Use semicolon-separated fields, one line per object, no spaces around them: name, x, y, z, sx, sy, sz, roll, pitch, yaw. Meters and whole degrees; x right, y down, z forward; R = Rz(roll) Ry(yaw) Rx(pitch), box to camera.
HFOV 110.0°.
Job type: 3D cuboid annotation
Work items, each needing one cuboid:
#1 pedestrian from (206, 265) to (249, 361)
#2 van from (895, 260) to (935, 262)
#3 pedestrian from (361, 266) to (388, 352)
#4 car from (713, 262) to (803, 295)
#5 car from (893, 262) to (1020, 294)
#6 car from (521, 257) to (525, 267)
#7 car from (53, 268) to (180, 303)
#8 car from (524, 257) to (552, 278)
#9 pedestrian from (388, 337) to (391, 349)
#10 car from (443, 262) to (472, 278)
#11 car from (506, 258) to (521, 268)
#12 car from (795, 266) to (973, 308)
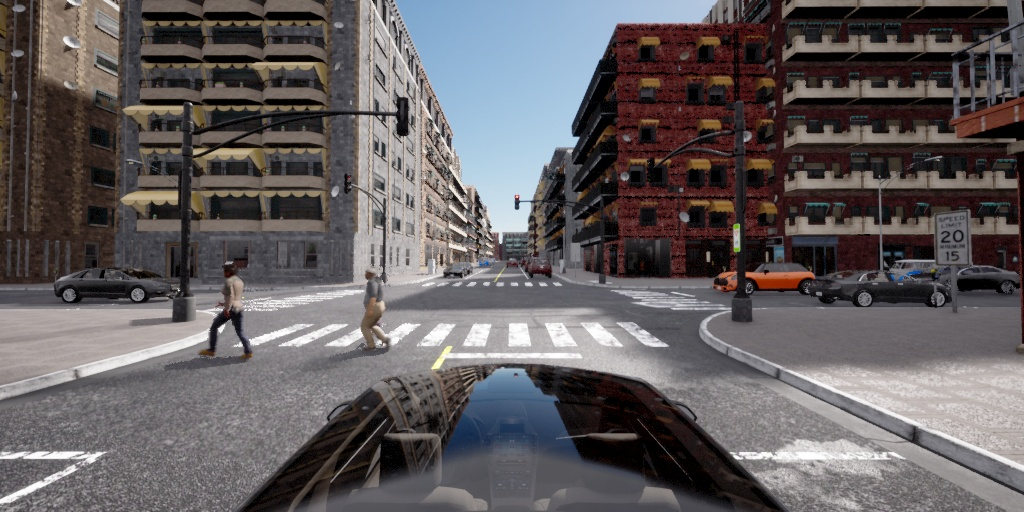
pedestrian;-5.410;1.046;6.841;0.375;1.860;0.375;1;-1;0
van;24.925;1.115;21.340;3.998;1.789;1.690;0;0;0
pedestrian;-2.885;1.044;7.437;0.375;1.860;0.375;1;-1;0
car;13.223;1.103;18.964;4.553;1.767;2.097;0;-1;1
car;23.481;1.217;18.894;4.902;1.511;2.128;0;-1;0
car;2.615;1.086;44.930;2.192;1.841;5.009;0;0;0
car;-17.344;1.281;16.087;4.892;1.490;1.837;0;-1;-1
car;2.603;1.077;33.806;2.192;1.841;5.009;0;0;0
pedestrian;-3.024;1.422;8.039;0.500;1.100;0.500;1;-1;0
car;-5.278;1.328;33.770;1.948;1.339;4.313;0;0;0
car;0.070;1.174;63.365;2.097;1.767;4.553;0;0;0
car;13.758;1.185;13.501;4.403;1.370;2.007;0;0;0
